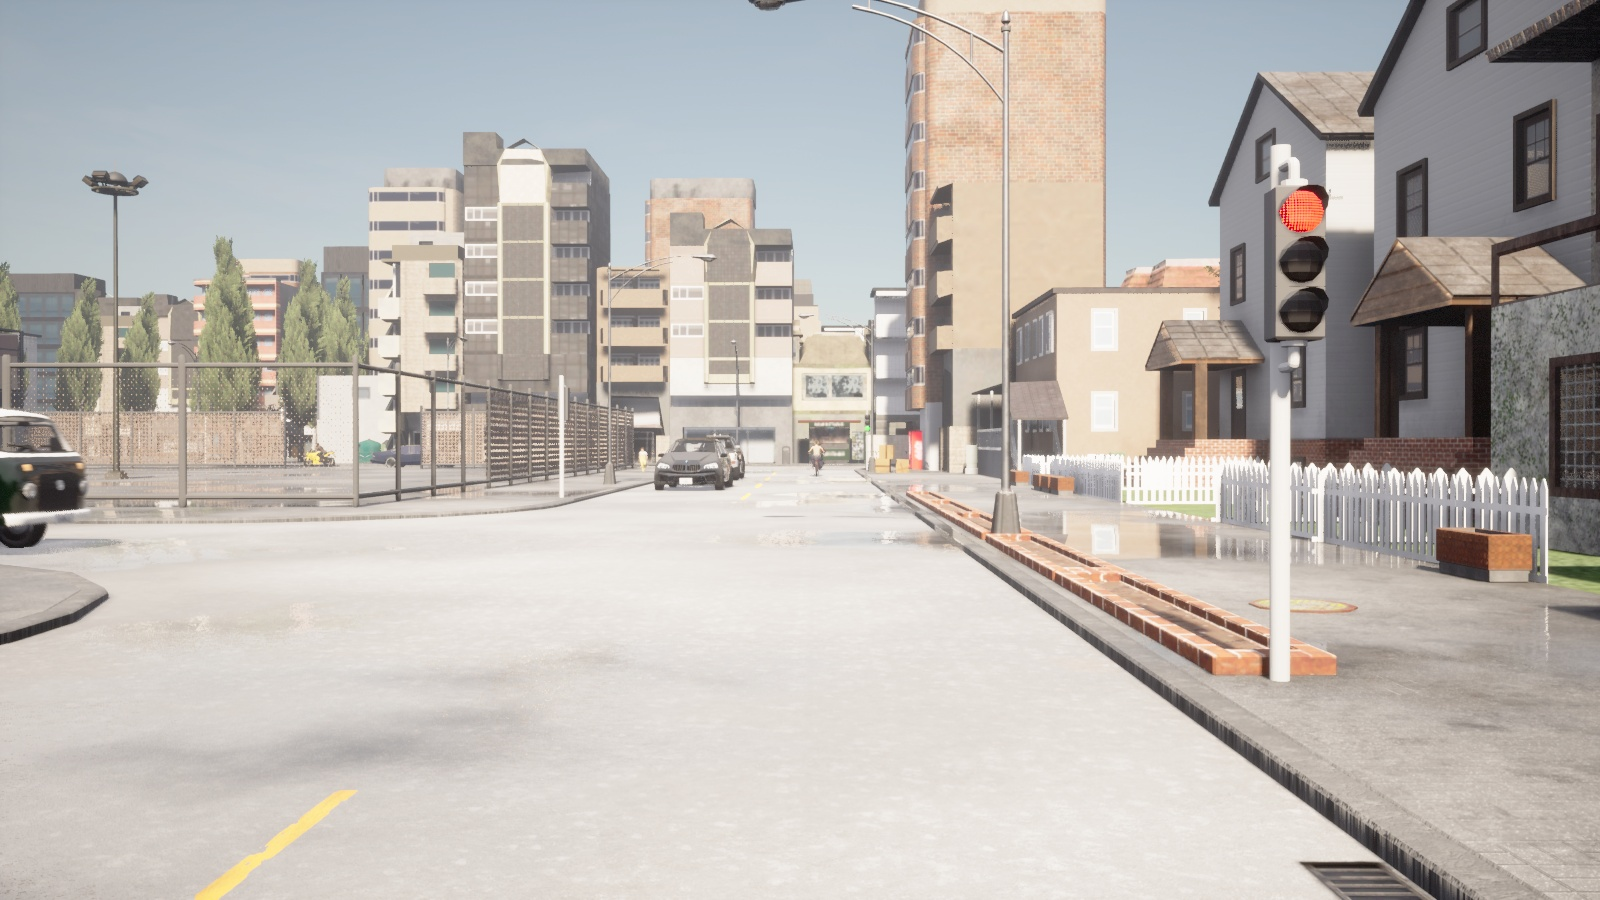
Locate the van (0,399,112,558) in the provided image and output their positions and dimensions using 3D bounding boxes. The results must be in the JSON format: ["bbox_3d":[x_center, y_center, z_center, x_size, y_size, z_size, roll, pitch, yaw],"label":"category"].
[{"bbox_3d":[-12.212,0.363,17.169,4.480,2.038,2.069,0,0,1],"label":"van"}]

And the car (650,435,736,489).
[{"bbox_3d":[-3.419,0.357,41.005,2.242,1.667,4.611,0,0,2],"label":"car"}]

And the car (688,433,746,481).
[{"bbox_3d":[-3.313,0.273,50.980,1.932,1.855,4.605,0,0,2],"label":"car"}]

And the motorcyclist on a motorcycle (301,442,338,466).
[{"bbox_3d":[-30.227,0.258,78.965,2.044,1.523,0.797,0,0,1],"label":"motorcyclist on a motorcycle"}]

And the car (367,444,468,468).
[{"bbox_3d":[-22.766,0.353,74.878,5.357,1.411,2.033,0,0,1],"label":"car"}]
